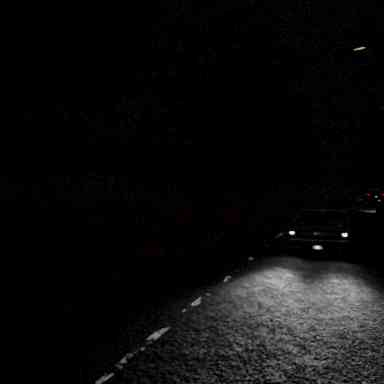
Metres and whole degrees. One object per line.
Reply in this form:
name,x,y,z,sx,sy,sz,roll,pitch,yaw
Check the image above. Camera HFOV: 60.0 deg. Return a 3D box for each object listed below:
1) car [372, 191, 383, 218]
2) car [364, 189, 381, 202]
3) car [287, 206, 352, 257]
car,12.991,0.877,21.259,1.994,1.385,4.181,1,2,25
car,20.246,0.393,36.833,1.994,1.385,4.181,1,2,25
car,4.580,1.197,11.661,1.895,1.301,4.718,-1,2,25
